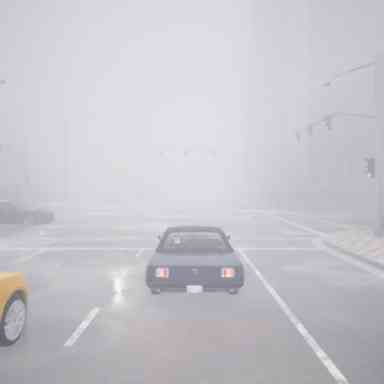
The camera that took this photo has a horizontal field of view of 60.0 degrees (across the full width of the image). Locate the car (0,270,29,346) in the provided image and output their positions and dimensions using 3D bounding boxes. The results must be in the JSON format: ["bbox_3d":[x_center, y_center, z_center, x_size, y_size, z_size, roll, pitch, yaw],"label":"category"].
[{"bbox_3d":[-3.457,1.433,3.160,1.882,1.535,5.008,0,1,0],"label":"car"}]

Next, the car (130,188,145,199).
[{"bbox_3d":[-10.535,0.342,64.381,2.150,2.045,5.566,0,1,1],"label":"car"}]

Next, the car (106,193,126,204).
[{"bbox_3d":[-10.819,0.892,47.929,2.033,1.411,5.357,0,1,1],"label":"car"}]

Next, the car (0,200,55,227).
[{"bbox_3d":[-10.708,1.229,19.560,5.008,1.535,1.882,0,1,0],"label":"car"}]

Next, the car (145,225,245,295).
[{"bbox_3d":[0.051,1.485,8.375,1.895,1.301,4.718,0,1,0],"label":"car"}]
